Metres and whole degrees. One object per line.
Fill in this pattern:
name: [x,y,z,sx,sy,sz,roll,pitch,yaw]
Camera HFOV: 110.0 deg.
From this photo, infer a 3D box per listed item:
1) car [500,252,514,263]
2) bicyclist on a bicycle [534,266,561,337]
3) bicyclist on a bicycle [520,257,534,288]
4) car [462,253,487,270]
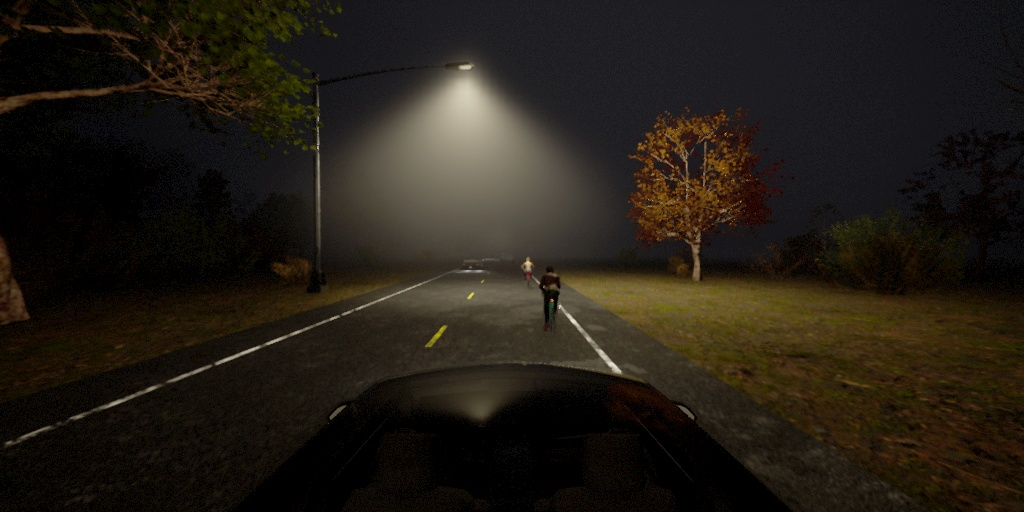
car: [-0.747,0.292,55.844,1.812,1.442,4.674,0,1,-1]
bicyclist on a bicycle: [0.948,1.074,8.819,0.582,1.620,1.656,0,1,0]
bicyclist on a bicycle: [0.849,0.871,19.159,0.866,1.612,1.509,0,1,0]
car: [-3.972,0.664,36.718,2.033,1.411,5.357,0,1,-1]
